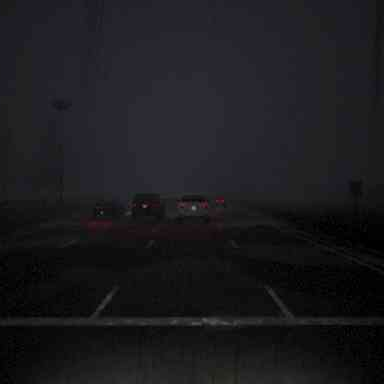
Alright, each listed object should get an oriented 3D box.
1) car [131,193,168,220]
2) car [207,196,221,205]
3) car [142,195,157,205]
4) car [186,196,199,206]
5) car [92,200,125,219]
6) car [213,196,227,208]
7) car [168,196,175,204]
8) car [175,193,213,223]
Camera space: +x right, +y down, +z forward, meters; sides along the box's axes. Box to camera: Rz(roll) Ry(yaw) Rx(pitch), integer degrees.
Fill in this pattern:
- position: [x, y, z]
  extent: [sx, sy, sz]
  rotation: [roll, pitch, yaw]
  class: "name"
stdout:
- position: [-3.389, 1.108, 26.525]
  extent: [2.150, 2.045, 5.566]
  rotation: [0, 0, 0]
  class: "car"
- position: [3.522, 1.316, 54.139]
  extent: [2.033, 1.411, 5.357]
  rotation: [0, 0, 0]
  class: "car"
- position: [-6.878, 1.245, 54.411]
  extent: [1.882, 1.535, 5.008]
  rotation: [0, 0, 0]
  class: "car"
- position: [0.121, 1.381, 51.409]
  extent: [1.895, 1.301, 4.718]
  rotation: [0, 0, 0]
  class: "car"
- position: [-6.889, 1.372, 27.895]
  extent: [2.128, 1.511, 4.902]
  rotation: [0, 0, 0]
  class: "car"
- position: [3.518, 1.318, 43.719]
  extent: [1.837, 1.490, 4.892]
  rotation: [0, 0, 0]
  class: "car"
- position: [-3.378, 1.335, 53.419]
  extent: [1.994, 1.385, 4.181]
  rotation: [0, 0, 0]
  class: "car"
- position: [0.110, 1.116, 24.618]
  extent: [2.150, 2.045, 5.566]
  rotation: [0, 0, 0]
  class: "car"
